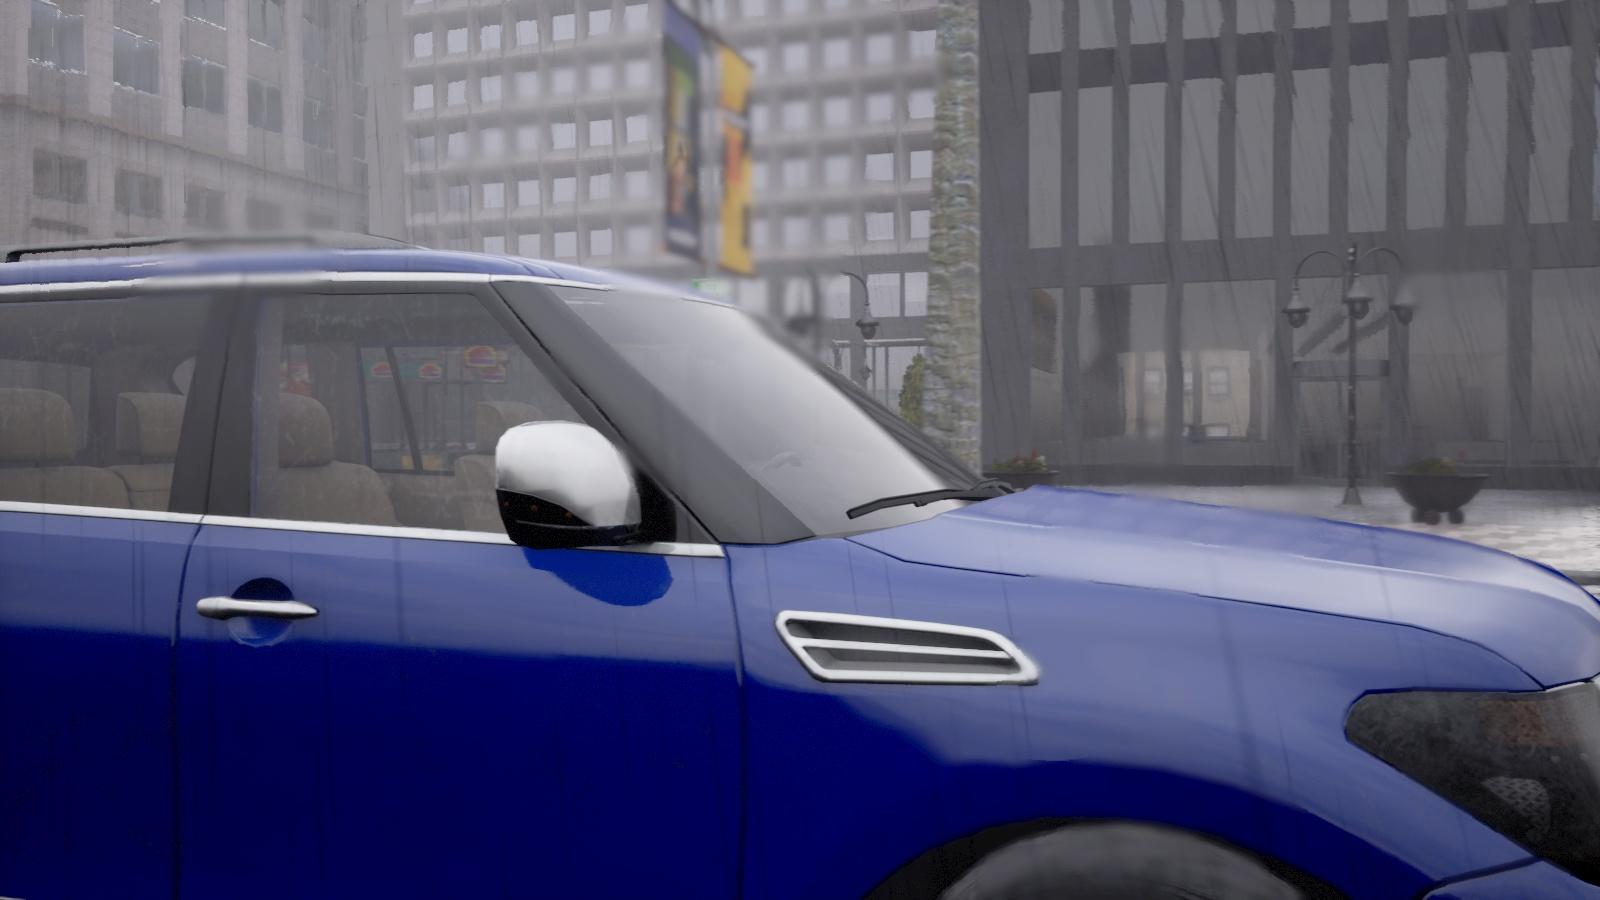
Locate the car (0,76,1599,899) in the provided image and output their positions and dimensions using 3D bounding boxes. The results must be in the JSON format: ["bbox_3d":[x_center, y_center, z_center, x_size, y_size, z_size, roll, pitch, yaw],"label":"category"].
[{"bbox_3d":[-0.855,0.487,3.477,5.566,2.045,2.150,1,1,19],"label":"car"}]
